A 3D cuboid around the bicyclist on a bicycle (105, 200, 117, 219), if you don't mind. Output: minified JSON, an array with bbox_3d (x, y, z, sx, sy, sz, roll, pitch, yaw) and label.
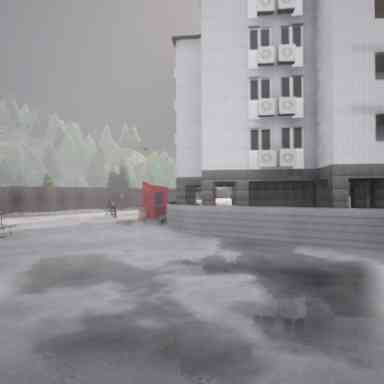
[{"bbox_3d":[-7.148,1.543,29.258,1.656,1.620,0.582,-1,-1,36],"label":"bicyclist on a bicycle"}]

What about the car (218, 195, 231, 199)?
[{"bbox_3d":[6.313,1.451,55.322,2.150,2.045,5.566,-1,0,36],"label":"car"}]
